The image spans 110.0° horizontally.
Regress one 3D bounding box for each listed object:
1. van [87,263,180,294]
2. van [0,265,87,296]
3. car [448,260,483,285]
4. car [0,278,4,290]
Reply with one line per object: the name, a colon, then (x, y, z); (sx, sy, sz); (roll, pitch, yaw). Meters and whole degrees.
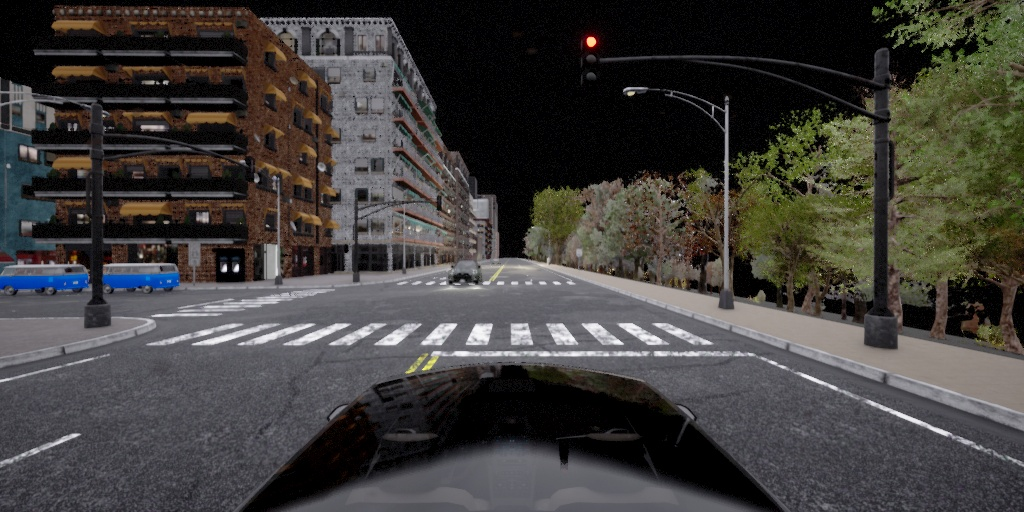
van: (-22.746, 1.347, 21.849); (3.998, 1.789, 1.690); (0, 0, -1)
van: (-28.347, 1.420, 21.765); (3.998, 1.789, 1.690); (0, 0, -1)
car: (-3.283, 1.061, 25.971); (2.097, 1.767, 4.553); (0, 0, 0)
car: (-22.648, 1.621, 13.503); (4.207, 1.307, 1.802); (0, 0, -1)
